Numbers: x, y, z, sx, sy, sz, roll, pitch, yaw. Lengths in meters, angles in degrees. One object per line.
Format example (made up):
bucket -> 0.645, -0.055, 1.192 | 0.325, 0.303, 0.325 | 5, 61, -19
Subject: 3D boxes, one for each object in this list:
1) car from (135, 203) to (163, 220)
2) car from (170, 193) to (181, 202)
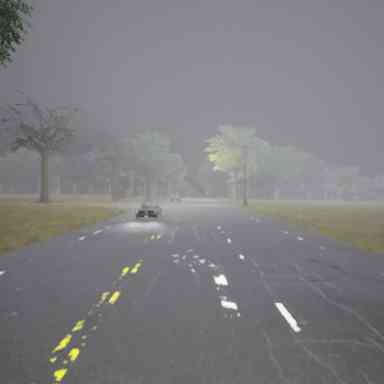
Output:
car -> -3.572, 1.593, 28.099 | 1.895, 1.301, 4.718 | 0, 0, 0
car -> -3.719, 1.270, 75.276 | 2.150, 2.045, 5.566 | 0, 0, 0
